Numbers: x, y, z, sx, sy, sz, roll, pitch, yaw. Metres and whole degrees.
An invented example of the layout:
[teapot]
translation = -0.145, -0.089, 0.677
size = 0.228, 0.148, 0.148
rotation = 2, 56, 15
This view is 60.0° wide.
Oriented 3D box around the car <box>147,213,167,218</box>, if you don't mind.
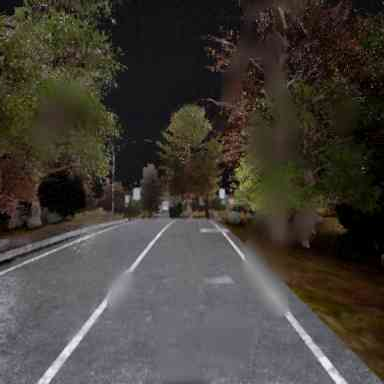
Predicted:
[car]
translation = -8.254, 5.738, 80.893
size = 5.357, 1.411, 2.033
rotation = 2, -5, -17
